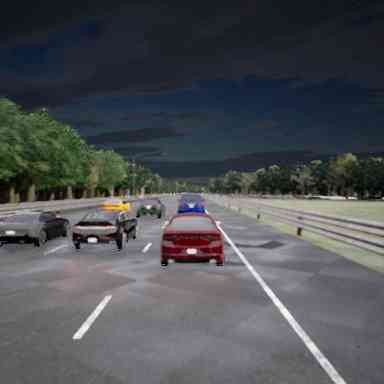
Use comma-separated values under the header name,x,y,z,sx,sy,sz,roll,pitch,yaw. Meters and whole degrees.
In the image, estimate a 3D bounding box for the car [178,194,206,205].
name,x,y,z,sx,sy,sz,roll,pitch,yaw
car,-0.035,1.180,28.339,2.150,2.045,5.566,0,0,0

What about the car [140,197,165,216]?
name,x,y,z,sx,sy,sz,roll,pitch,yaw
car,-3.534,1.307,29.139,2.097,1.767,4.553,0,0,0

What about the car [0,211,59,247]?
name,x,y,z,sx,sy,sz,roll,pitch,yaw
car,-6.979,1.517,14.834,1.994,1.385,4.181,0,0,0

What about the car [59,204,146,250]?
name,x,y,z,sx,sy,sz,roll,pitch,yaw
car,-3.481,1.467,14.080,2.128,1.511,4.902,0,0,0

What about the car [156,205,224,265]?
name,x,y,z,sx,sy,sz,roll,pitch,yaw
car,0.012,1.456,11.569,1.882,1.535,5.008,0,0,0

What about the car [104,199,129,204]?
name,x,y,z,sx,sy,sz,roll,pitch,yaw
car,-7.029,1.412,30.948,1.882,1.535,5.008,0,0,0
